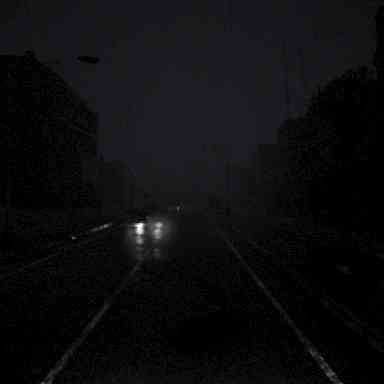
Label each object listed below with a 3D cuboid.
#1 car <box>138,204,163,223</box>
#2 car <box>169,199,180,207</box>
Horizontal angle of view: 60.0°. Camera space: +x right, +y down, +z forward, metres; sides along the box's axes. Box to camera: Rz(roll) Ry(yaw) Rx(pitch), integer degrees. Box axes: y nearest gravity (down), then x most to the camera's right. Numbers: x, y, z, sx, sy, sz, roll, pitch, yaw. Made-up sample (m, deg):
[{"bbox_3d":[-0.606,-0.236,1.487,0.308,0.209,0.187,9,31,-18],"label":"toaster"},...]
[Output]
[{"bbox_3d":[-3.591,1.848,29.418,1.837,1.490,4.892,0,-1,0],"label":"car"},{"bbox_3d":[-3.678,2.319,71.120,1.837,1.490,4.892,0,-1,-1],"label":"car"}]
